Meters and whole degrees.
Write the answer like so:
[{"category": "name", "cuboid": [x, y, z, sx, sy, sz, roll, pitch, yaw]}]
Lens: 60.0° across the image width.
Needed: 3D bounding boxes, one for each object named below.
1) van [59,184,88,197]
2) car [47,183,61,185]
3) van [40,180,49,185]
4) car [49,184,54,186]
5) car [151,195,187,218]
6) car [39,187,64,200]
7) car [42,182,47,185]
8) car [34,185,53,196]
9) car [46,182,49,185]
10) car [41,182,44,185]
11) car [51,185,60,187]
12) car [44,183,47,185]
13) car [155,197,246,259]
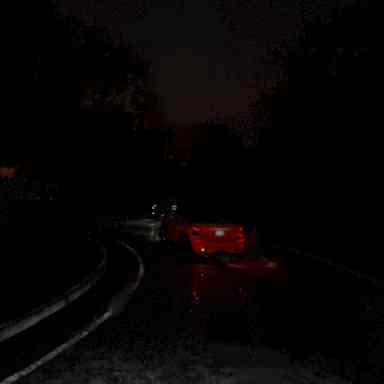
[{"category": "van", "cuboid": [-20.854, 0.045, 59.494, 4.442, 1.987, 1.878, 2, 2, -31]}, {"category": "car", "cuboid": [-27.869, -0.433, 71.459, 5.008, 1.535, 2.097, 2, 2, -31]}, {"category": "van", "cuboid": [-34.871, -1.356, 83.409, 4.442, 1.987, 1.878, 2, 2, -31]}, {"category": "car", "cuboid": [-26.457, -0.291, 69.073, 4.892, 1.521, 2.231, 2, 2, -31]}, {"category": "car", "cuboid": [-1.463, 1.094, 26.168, 2.097, 1.767, 4.553, 1, 1, 18]}, {"category": "car", "cuboid": [-21.674, 0.397, 51.167, 1.837, 1.490, 4.892, 3, 1, -34]}, {"category": "car", "cuboid": [-32.143, -0.855, 78.592, 5.008, 1.535, 2.097, 2, 2, -31]}, {"category": "car", "cuboid": [-26.886, 0.007, 59.889, 1.994, 1.385, 4.181, 2, 2, -31]}, {"category": "car", "cuboid": [-29.262, -0.698, 73.848, 4.553, 1.767, 2.185, 2, 2, -31]}, {"category": "car", "cuboid": [-33.567, -0.955, 80.975, 4.674, 1.452, 2.002, 2, 2, -31]}, {"category": "car", "cuboid": [-23.769, -0.019, 64.223, 5.366, 1.575, 1.946, 2, 2, -31]}, {"category": "car", "cuboid": [-30.721, -0.675, 76.215, 4.674, 1.452, 2.002, 2, 2, -31]}, {"category": "car", "cuboid": [0.227, 1.282, 12.599, 2.097, 1.767, 4.553, 2, 1, -18]}]
